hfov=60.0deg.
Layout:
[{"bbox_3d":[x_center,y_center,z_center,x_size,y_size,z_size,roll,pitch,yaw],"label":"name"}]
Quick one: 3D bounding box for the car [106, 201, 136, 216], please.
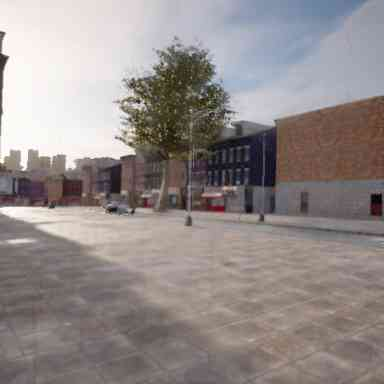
[{"bbox_3d":[-7.823,1.775,36.301,2.128,1.511,4.902,3,-2,-35],"label":"car"}]
